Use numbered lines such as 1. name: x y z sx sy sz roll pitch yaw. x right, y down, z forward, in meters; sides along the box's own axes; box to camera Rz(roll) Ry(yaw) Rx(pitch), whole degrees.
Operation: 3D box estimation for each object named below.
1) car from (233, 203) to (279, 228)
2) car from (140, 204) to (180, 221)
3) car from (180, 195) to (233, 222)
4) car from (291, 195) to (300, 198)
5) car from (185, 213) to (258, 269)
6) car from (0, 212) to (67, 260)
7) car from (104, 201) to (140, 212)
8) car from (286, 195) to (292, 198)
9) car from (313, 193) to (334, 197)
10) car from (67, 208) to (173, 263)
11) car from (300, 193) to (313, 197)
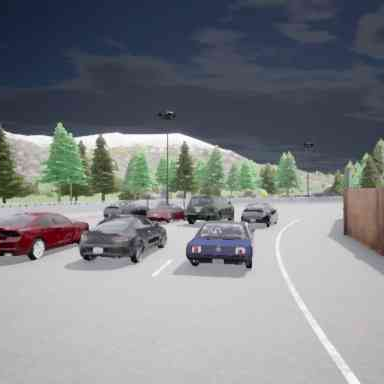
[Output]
1. car: 4.643 1.495 22.499 2.128 1.511 4.902 0 0 23
2. car: -1.802 1.572 25.231 1.994 1.385 4.181 0 0 23
3. car: 1.433 1.258 23.892 2.150 2.045 5.566 0 0 23
4. car: 27.127 1.582 80.443 4.718 1.301 1.895 0 0 -25
5. car: 1.162 1.616 11.255 1.895 1.301 4.718 0 0 11
6. car: -5.706 1.485 12.610 1.882 1.535 5.008 0 0 11
7. car: -5.024 1.495 26.597 2.128 1.511 4.902 0 0 23
8. car: 25.700 1.527 83.639 5.357 1.411 2.033 0 0 -25
9. car: 30.064 1.512 74.089 4.902 1.511 2.128 0 0 -25
10. car: -2.275 1.533 11.918 1.812 1.442 4.674 0 0 11
11. car: 28.582 1.212 77.260 5.566 2.045 2.150 0 0 -25
